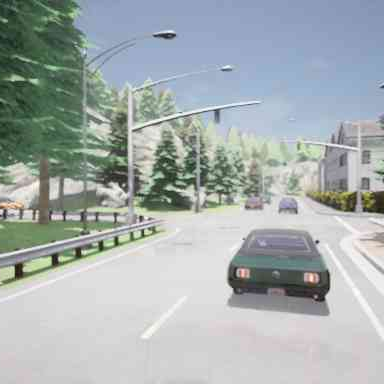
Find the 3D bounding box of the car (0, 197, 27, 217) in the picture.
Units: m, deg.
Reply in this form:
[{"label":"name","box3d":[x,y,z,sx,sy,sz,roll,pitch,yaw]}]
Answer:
[{"label":"car","box3d":[-16.581,1.185,28.729,4.553,1.767,2.097,0,0,16]}]

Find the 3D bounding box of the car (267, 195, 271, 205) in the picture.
[{"label":"car","box3d":[11.254,1.125,51.615,2.128,1.511,4.902,0,0,17]}]

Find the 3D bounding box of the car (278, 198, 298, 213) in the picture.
[{"label":"car","box3d":[9.832,1.304,33.972,2.033,1.411,5.357,0,0,17]}]

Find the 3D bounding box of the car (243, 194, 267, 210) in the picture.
[{"label":"car","box3d":[7.083,1.259,37.679,1.812,1.442,4.674,0,0,17]}]

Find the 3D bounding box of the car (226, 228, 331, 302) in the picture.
[{"label":"car","box3d":[2.172,1.541,8.240,1.895,1.301,4.718,0,0,16]}]
